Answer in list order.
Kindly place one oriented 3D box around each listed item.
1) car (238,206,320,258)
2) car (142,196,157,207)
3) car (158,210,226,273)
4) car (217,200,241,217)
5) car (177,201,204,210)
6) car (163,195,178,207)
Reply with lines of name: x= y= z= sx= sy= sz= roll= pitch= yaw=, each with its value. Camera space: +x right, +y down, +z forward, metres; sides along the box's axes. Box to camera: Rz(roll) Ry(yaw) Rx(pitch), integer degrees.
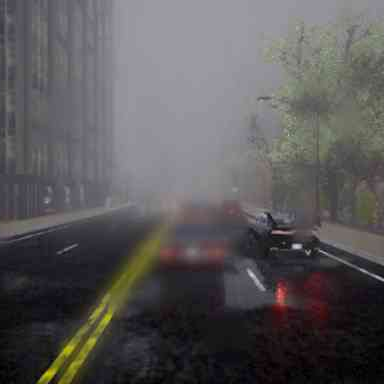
car: x=3.284 y=1.481 z=12.774 sx=2.128 sy=1.511 sz=4.902 roll=0 pitch=0 yaw=0
car: x=-6.589 y=1.464 z=51.555 sx=1.837 sy=1.490 sz=4.892 roll=0 pitch=0 yaw=0
car: x=0.017 y=1.539 z=10.635 sx=2.033 sy=1.411 sz=5.357 roll=0 pitch=0 yaw=0
car: x=3.283 y=1.453 z=29.047 sx=1.882 sy=1.535 sz=5.008 roll=0 pitch=0 yaw=1
car: x=0.025 y=1.542 z=28.022 sx=1.994 sy=1.385 sz=4.181 roll=0 pitch=0 yaw=0
car: x=-3.338 y=1.310 z=51.630 sx=2.097 sy=1.767 sz=4.553 roll=0 pitch=0 yaw=0
